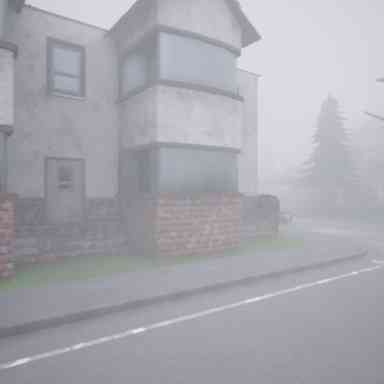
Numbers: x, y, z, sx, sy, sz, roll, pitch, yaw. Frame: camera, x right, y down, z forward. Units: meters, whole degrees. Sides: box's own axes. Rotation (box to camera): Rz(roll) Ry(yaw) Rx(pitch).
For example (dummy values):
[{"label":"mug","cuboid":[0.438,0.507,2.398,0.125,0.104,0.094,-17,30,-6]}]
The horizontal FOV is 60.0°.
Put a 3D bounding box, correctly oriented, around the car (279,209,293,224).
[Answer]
[{"label":"car","cuboid":[4.965,1.498,23.931,2.128,1.511,4.902,0,0,-35]}]
